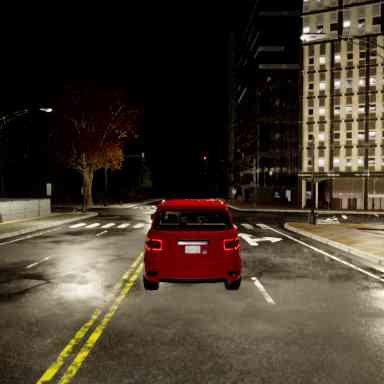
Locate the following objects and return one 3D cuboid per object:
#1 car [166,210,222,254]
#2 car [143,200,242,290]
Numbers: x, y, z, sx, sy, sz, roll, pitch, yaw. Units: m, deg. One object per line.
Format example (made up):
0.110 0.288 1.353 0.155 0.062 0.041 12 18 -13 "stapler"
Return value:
0.066 1.560 14.127 1.994 1.385 4.181 0 0 0 "car"
-0.019 1.218 9.188 2.150 2.045 5.566 0 0 -1 "car"
